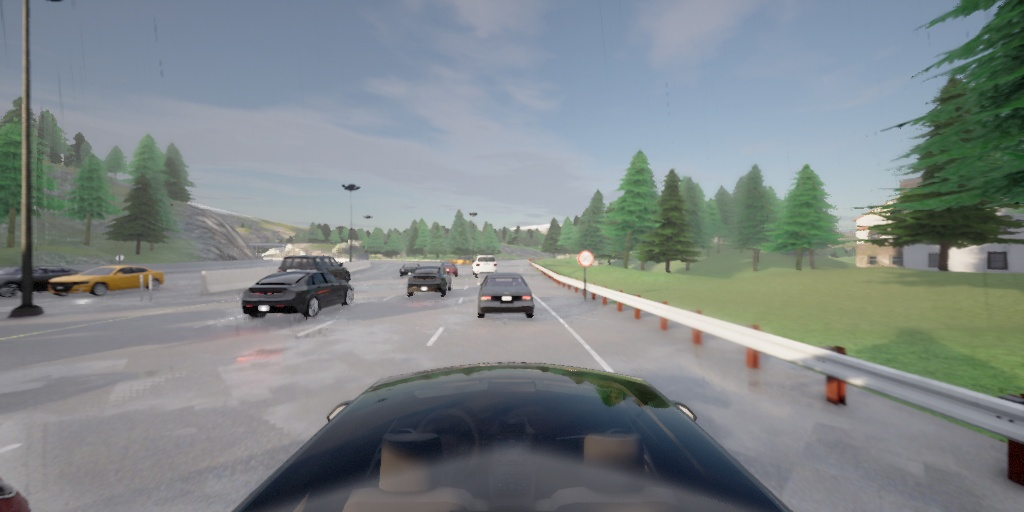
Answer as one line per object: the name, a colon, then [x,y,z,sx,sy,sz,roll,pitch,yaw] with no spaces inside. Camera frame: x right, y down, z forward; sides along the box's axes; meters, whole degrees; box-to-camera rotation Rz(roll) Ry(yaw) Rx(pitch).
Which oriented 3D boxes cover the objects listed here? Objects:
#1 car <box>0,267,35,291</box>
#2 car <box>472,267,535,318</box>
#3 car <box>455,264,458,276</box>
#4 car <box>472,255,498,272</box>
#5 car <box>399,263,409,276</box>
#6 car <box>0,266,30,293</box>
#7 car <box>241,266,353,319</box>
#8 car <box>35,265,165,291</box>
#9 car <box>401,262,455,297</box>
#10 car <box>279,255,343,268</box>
car: [-25.360,1.282,18.767,2.128,1.511,4.902,0,0,-5]
car: [-0.299,1.294,13.047,2.033,1.411,5.357,0,0,-3]
car: [-6.580,1.313,36.758,1.994,1.385,4.181,0,0,-10]
car: [-2.679,0.965,34.810,2.150,2.045,5.566,0,0,-9]
car: [-9.890,1.357,35.531,1.895,1.301,4.718,0,0,-10]
car: [-28.851,1.322,18.547,1.812,1.442,4.674,0,0,-5]
car: [-7.320,1.264,12.795,1.837,1.490,4.892,0,0,-3]
car: [-21.917,1.266,19.678,1.882,1.535,5.008,0,0,-6]
car: [-4.268,1.256,18.976,1.837,1.490,4.892,0,0,-5]
car: [-11.467,0.985,21.069,2.150,2.045,5.566,0,0,-6]
